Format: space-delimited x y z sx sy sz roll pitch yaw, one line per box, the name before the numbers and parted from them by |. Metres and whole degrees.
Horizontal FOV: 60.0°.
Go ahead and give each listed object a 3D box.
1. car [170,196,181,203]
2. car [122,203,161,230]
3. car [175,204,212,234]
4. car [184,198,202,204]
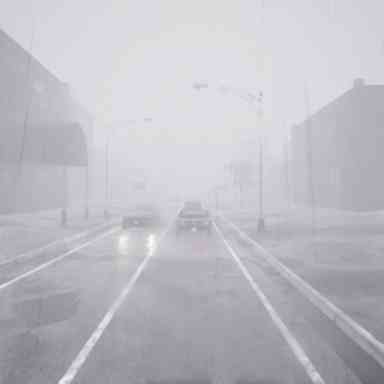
car | -3.038 1.363 62.124 1.994 1.385 4.181 0 0 1
car | -3.101 1.451 21.039 1.882 1.535 5.008 0 0 0
car | 0.099 1.580 18.864 1.895 1.301 4.718 0 0 0
car | 0.097 1.394 37.111 1.882 1.535 5.008 0 0 0
